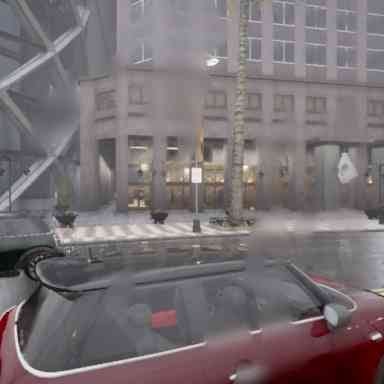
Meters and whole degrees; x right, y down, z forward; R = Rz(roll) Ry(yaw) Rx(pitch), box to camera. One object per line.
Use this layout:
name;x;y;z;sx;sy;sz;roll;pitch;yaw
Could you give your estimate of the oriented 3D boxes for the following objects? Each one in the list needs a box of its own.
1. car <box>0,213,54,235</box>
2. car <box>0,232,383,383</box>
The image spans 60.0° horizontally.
car;-5.651;1.353;8.309;4.553;1.767;2.097;0;0;-30
car;0.394;1.352;3.492;4.553;1.767;2.097;0;0;-28
